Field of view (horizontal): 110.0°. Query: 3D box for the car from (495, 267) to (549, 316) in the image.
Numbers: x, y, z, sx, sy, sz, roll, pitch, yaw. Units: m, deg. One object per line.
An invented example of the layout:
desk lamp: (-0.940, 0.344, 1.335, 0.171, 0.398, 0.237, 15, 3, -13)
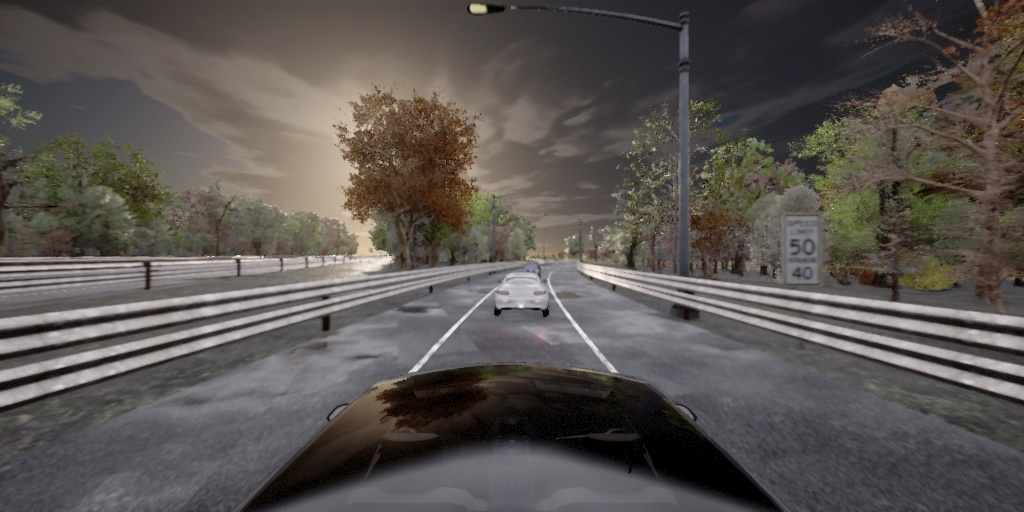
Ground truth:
car: (0.380, 1.335, 13.606, 1.812, 1.442, 4.674, 0, 0, 2)

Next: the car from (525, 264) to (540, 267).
car: (2.056, 1.469, 36.213, 2.033, 1.411, 5.357, 0, 0, 7)
